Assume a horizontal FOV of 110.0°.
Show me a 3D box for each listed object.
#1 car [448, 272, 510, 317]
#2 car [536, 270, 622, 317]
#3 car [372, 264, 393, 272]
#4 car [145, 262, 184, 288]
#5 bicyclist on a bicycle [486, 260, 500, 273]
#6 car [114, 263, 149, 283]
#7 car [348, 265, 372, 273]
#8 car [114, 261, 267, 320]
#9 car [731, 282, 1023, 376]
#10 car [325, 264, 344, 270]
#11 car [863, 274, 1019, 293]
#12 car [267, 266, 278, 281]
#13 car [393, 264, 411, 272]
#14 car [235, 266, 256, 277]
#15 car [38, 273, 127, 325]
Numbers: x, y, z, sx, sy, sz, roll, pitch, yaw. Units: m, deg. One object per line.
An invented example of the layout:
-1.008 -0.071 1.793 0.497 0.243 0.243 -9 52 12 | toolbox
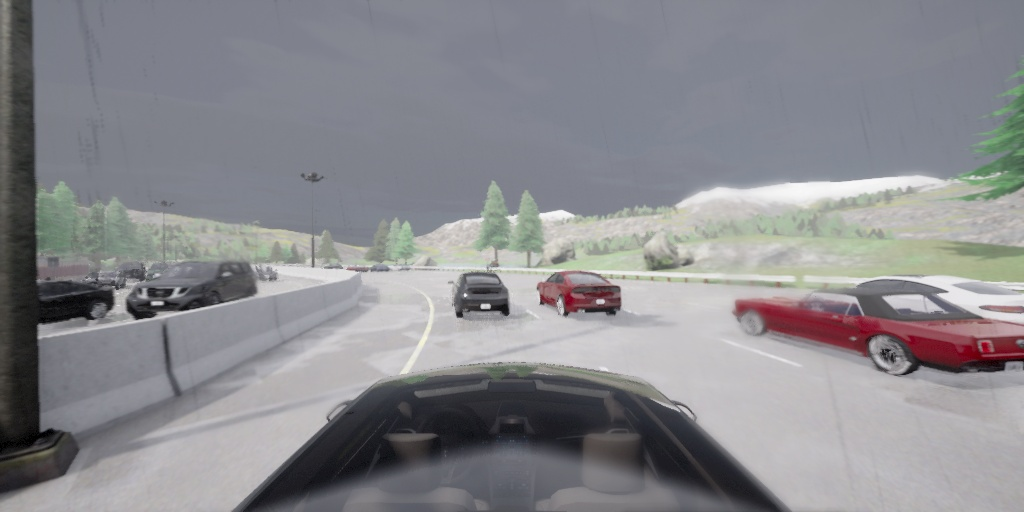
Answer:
-1.326 1.348 13.722 1.837 1.490 4.892 0 0 -12 | car
2.277 1.268 13.489 1.882 1.535 5.008 0 0 -11 | car
-21.778 1.952 59.054 1.994 1.385 4.181 0 0 -41 | car
-29.964 1.558 31.074 2.150 2.045 5.566 0 0 -41 | car
-2.186 1.404 49.757 1.656 1.620 0.582 27 -17 -37 | bicyclist on a bicycle
-42.634 1.779 40.284 2.150 2.045 5.566 0 0 -41 | car
-24.429 2.011 56.769 1.895 1.301 4.718 0 0 -41 | car
-12.293 1.219 14.383 2.150 2.045 5.566 0 -1 -15 | car
6.854 1.293 7.271 1.895 1.301 4.718 -1 0 -6 | car
-27.043 1.910 54.440 1.882 1.535 5.008 0 0 -41 | car
10.067 1.186 9.169 1.812 1.442 4.674 0 0 -7 | car
-24.743 1.784 35.742 2.128 1.511 4.902 0 0 -41 | car
-19.165 1.971 61.383 1.895 1.301 4.718 0 0 -41 | car
-37.599 2.101 50.550 2.033 1.411 5.357 0 0 -41 | car
-15.146 1.494 11.038 1.882 1.535 5.008 0 0 -13 | car
